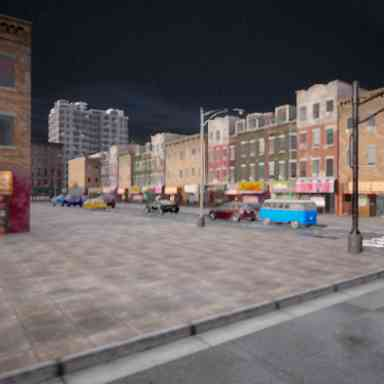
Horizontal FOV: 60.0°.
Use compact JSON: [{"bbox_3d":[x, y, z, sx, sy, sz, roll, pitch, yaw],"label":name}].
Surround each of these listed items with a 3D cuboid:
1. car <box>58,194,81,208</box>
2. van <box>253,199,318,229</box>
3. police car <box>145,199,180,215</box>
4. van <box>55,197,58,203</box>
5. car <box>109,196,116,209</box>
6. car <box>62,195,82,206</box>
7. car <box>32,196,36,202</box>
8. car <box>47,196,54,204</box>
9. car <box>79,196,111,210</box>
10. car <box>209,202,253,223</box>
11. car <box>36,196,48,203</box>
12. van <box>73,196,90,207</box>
[{"bbox_3d":[-18.999,1.403,52.833,2.150,2.045,5.566,0,0,-36],"label":"car"},{"bbox_3d":[6.336,1.410,22.211,1.690,1.788,3.998,0,0,-36],"label":"van"},{"bbox_3d":[-3.322,1.542,35.798,1.930,1.638,5.238,0,0,-36],"label":"police car"},{"bbox_3d":[-25.694,1.578,66.619,1.690,1.788,3.998,0,0,-36],"label":"van"},{"bbox_3d":[-12.883,1.482,48.856,2.192,1.841,5.009,0,0,-36],"label":"car"},{"bbox_3d":[-22.491,1.535,62.178,2.192,1.841,5.009,0,0,-36],"label":"car"},{"bbox_3d":[-38.606,1.832,84.520,1.752,1.417,4.829,0,0,-36],"label":"car"},{"bbox_3d":[-28.997,1.780,71.197,1.752,1.417,4.829,0,0,-36],"label":"car"},{"bbox_3d":[-13.093,1.627,44.721,1.882,1.535,5.008,0,0,-35],"label":"car"},{"bbox_3d":[3.133,1.524,26.652,1.967,1.590,4.097,0,0,-36],"label":"car"},{"bbox_3d":[-35.304,1.729,79.942,1.967,1.590,4.097,0,0,-36],"label":"car"},{"bbox_3d":[-19.288,1.543,57.737,1.690,1.788,3.998,0,0,-36],"label":"van"}]
